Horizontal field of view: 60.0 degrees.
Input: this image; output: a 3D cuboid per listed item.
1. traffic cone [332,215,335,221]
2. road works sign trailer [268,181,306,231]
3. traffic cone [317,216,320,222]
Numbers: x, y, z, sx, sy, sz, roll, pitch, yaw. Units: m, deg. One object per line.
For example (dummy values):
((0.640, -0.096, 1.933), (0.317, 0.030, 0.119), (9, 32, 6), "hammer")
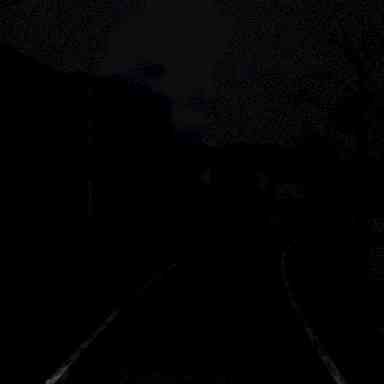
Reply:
((15.147, 2.753, 35.665), (0.340, 0.580, 0.340), (0, -1, 43), "traffic cone")
((7.463, 0.985, 25.122), (2.380, 3.560, 2.880), (0, -1, 43), "road works sign trailer")
((12.439, 2.669, 32.722), (0.340, 0.580, 0.340), (0, -1, 43), "traffic cone")
